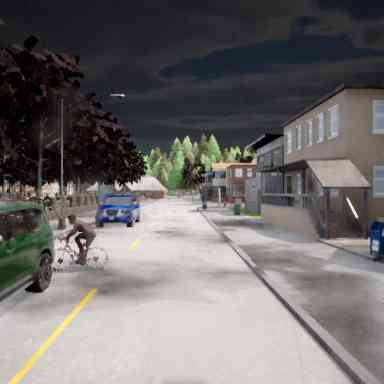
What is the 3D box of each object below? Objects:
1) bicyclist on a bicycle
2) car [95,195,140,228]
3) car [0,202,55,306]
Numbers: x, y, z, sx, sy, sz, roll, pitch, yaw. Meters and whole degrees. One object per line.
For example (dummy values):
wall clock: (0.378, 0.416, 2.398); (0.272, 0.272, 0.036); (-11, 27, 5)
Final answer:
bicyclist on a bicycle: (-3.249, 1.466, 9.491); (1.656, 1.620, 0.582); (-1, 0, -8)
car: (-4.820, 1.222, 22.412); (2.150, 2.045, 5.566); (0, 0, -2)
car: (-4.276, 1.227, 5.948); (2.150, 2.045, 5.566); (1, -1, -4)
